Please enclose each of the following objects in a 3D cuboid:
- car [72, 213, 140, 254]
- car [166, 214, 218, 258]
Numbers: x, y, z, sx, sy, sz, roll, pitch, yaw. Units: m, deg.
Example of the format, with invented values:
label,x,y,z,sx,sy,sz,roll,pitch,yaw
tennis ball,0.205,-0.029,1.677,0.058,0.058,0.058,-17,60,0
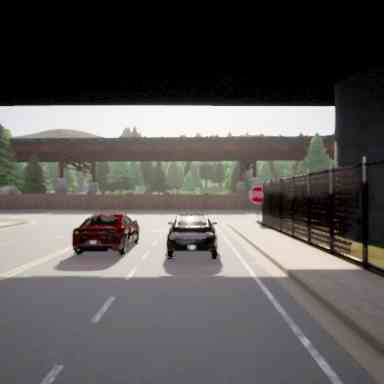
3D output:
label,x,y,z,sx,sy,sz,roll,pitch,yaw
car,-3.475,1.639,14.215,1.882,1.535,5.008,0,0,0
car,0.018,1.647,13.477,2.128,1.511,4.902,0,-1,0
